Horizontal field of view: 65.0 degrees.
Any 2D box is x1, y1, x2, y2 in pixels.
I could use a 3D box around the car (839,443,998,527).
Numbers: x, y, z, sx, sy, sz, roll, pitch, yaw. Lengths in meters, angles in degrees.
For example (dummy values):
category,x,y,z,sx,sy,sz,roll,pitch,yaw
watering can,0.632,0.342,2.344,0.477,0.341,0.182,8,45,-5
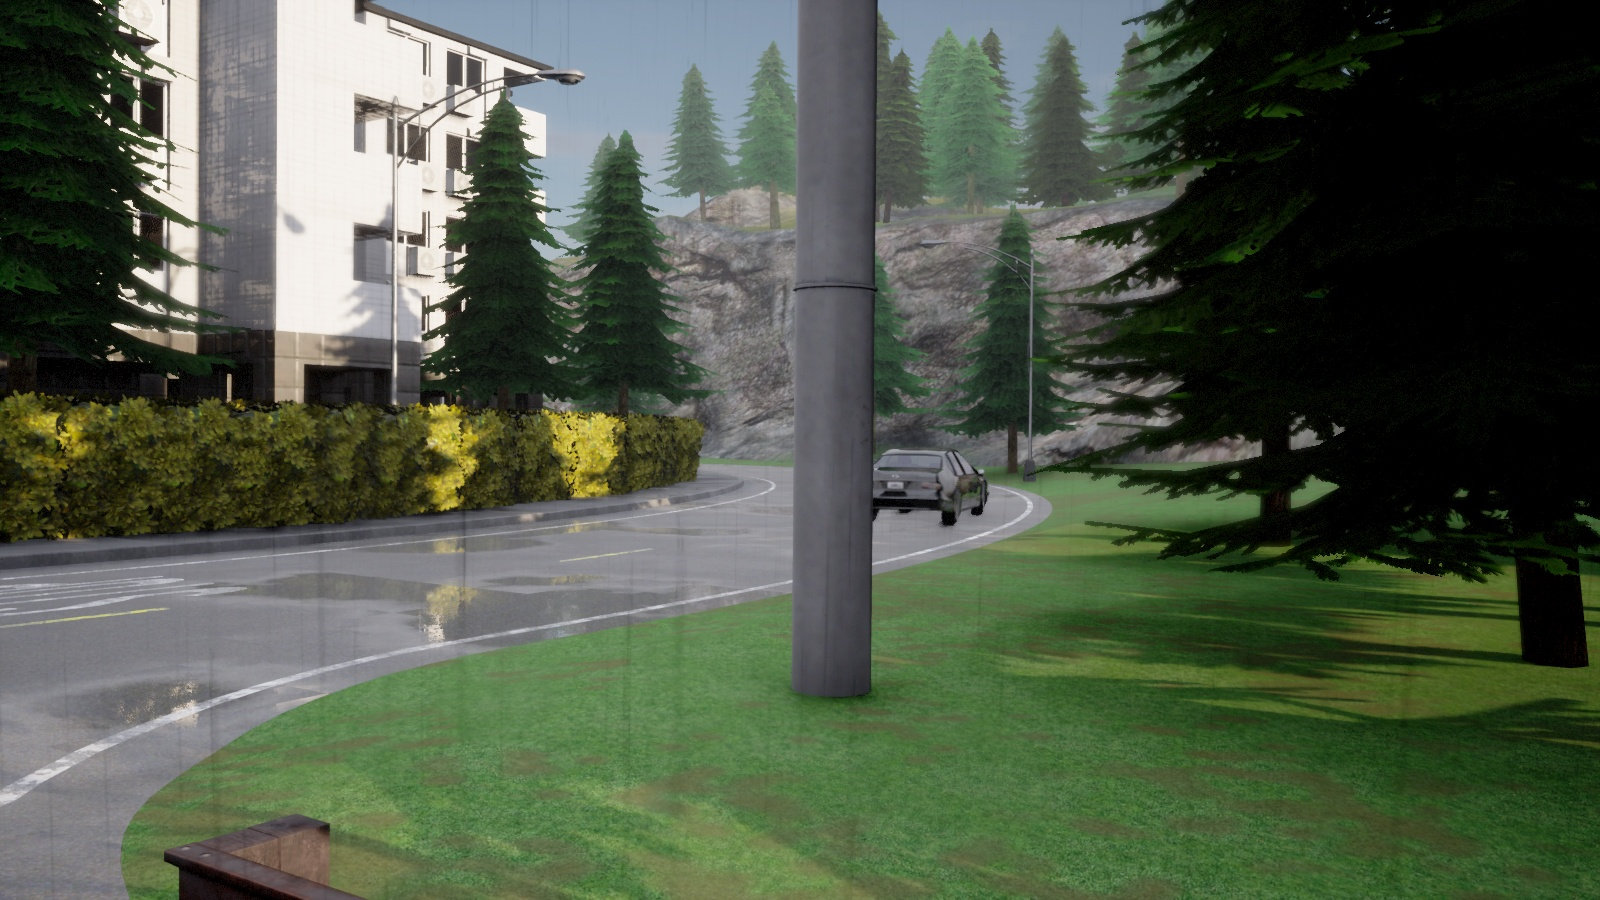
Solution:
category,x,y,z,sx,sy,sz,roll,pitch,yaw
car,2.479,0.595,24.716,2.033,1.411,5.357,0,1,17
